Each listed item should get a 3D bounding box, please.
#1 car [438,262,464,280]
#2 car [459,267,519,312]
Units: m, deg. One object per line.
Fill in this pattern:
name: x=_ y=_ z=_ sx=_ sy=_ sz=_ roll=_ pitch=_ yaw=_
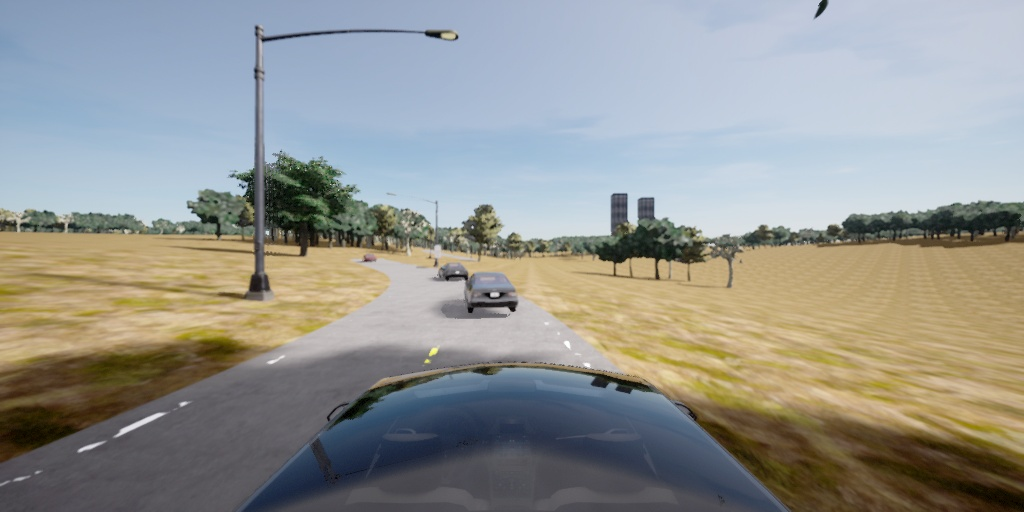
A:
car: x=-4.990 y=1.230 z=30.238 sx=1.994 sy=1.385 sz=4.181 roll=0 pitch=1 yaw=-20
car: x=-0.976 y=1.346 z=14.558 sx=2.033 sy=1.411 sz=5.357 roll=0 pitch=0 yaw=-9
